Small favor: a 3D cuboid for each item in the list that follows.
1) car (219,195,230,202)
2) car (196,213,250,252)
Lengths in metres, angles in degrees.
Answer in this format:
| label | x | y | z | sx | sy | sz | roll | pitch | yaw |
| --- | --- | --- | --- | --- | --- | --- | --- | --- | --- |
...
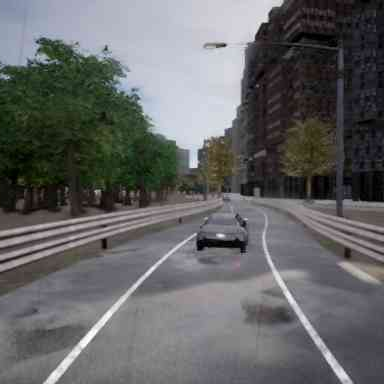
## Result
| label | x | y | z | sx | sy | sz | roll | pitch | yaw |
| --- | --- | --- | --- | --- | --- | --- | --- | --- | --- |
| car | 7.541 | 1.471 | 77.149 | 2.128 | 1.511 | 4.902 | 0 | 0 | -6 |
| car | 1.418 | 1.572 | 14.173 | 1.994 | 1.385 | 4.181 | 0 | 0 | 11 |
